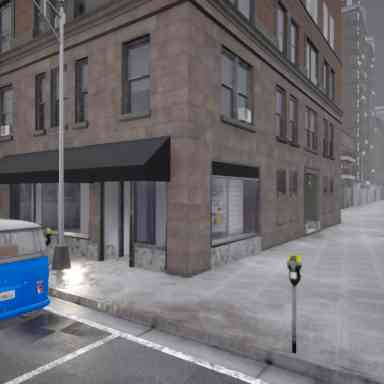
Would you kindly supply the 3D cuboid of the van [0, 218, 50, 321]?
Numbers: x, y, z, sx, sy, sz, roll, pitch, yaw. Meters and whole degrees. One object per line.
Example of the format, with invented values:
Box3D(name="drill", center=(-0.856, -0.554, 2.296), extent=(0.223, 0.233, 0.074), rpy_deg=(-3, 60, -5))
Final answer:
Box3D(name="van", center=(-4.336, 1.340, 6.113), extent=(3.998, 1.788, 1.690), rpy_deg=(0, 0, 35))
